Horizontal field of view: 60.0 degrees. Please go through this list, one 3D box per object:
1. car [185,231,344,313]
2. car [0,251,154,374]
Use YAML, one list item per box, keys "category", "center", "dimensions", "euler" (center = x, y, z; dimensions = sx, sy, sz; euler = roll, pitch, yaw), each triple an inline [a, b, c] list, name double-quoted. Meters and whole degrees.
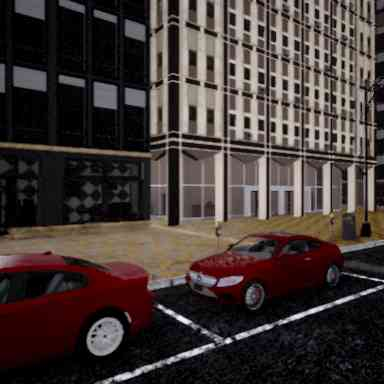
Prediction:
- category: "car"
  center: [1.824, 1.583, 7.594]
  dimensions: [4.206, 1.307, 1.802]
  euler: [0, 0, -36]
- category: "car"
  center: [-2.686, 1.545, 4.360]
  dimensions: [4.507, 1.381, 1.887]
  euler: [0, 0, -35]
